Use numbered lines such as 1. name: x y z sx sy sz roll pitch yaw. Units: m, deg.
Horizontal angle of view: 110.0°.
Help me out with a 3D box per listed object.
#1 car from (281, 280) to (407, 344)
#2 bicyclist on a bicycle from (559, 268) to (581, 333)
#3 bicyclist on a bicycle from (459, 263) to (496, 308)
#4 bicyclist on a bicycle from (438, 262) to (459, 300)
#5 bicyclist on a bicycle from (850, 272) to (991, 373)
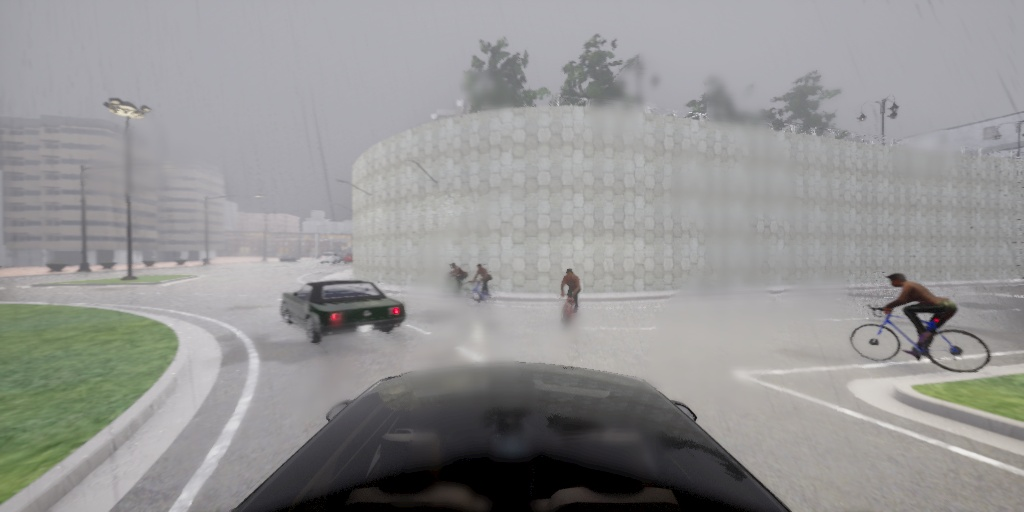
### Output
1. car: -4.650 1.276 9.456 1.895 1.301 4.718 0 1 -42
2. bicyclist on a bicycle: 1.561 1.133 9.495 0.582 1.620 1.656 0 1 23
3. bicyclist on a bicycle: -1.109 1.087 13.386 0.582 1.620 1.656 1 1 34
4. bicyclist on a bicycle: -2.297 1.041 15.005 1.656 1.620 0.582 -5 17 -23
5. bicyclist on a bicycle: 6.962 1.109 6.251 0.582 1.620 1.656 8 -7 -29
